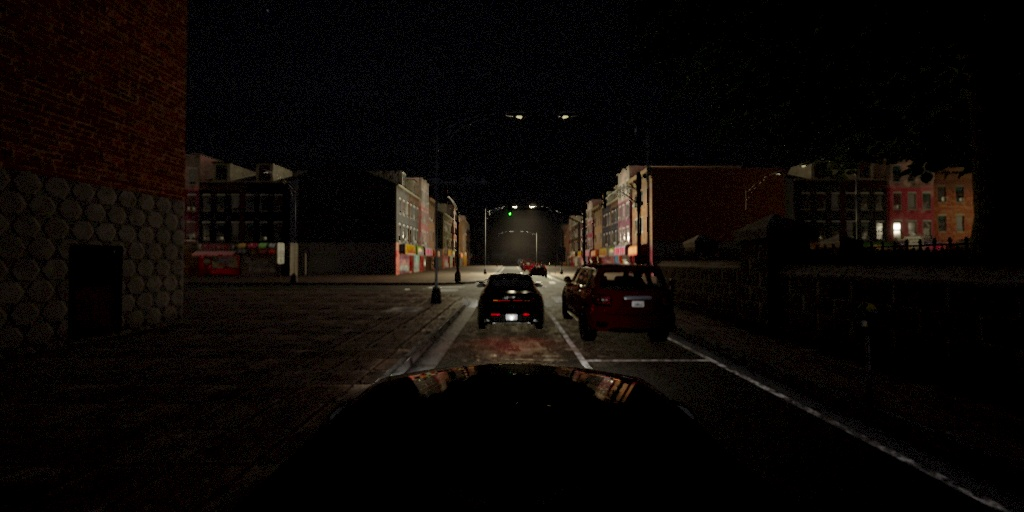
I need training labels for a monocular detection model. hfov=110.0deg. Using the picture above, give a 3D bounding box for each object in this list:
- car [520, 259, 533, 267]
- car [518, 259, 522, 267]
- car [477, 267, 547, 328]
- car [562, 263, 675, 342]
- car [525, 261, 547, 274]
[{"bbox_3d":[2.535,1.585,52.625,1.888,1.381,4.507,0,0,0],"label":"car"},{"bbox_3d":[2.524,1.393,58.062,2.192,1.841,5.009,0,0,0],"label":"car"},{"bbox_3d":[-0.067,1.303,11.587,1.837,1.490,4.892,0,0,-1],"label":"car"},{"bbox_3d":[2.622,1.102,9.885,2.192,1.841,5.009,0,0,0],"label":"car"},{"bbox_3d":[2.568,1.478,36.314,1.888,1.381,4.507,0,0,0],"label":"car"}]
